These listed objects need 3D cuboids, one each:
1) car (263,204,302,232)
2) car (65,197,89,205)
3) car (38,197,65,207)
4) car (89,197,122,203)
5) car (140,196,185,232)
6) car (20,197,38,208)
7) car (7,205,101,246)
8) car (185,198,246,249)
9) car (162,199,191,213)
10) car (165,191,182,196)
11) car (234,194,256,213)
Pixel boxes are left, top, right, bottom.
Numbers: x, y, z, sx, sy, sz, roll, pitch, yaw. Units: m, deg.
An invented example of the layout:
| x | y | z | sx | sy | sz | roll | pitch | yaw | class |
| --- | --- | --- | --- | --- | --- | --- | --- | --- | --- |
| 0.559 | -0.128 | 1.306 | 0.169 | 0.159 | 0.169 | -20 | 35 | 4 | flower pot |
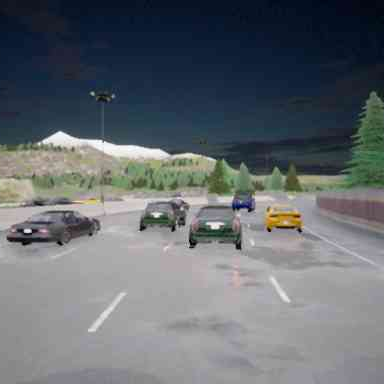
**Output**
| x | y | z | sx | sy | sz | roll | pitch | yaw | class |
| --- | --- | --- | --- | --- | --- | --- | --- | --- | --- |
| 5.393 | 1.482 | 20.178 | 1.882 | 1.535 | 5.008 | 0 | 0 | 9 | car |
| -14.191 | 1.413 | 44.512 | 1.882 | 1.535 | 5.008 | 0 | 0 | 17 | car |
| -17.822 | 1.428 | 44.558 | 1.837 | 1.490 | 4.892 | 0 | 0 | 17 | car |
| -10.816 | 1.437 | 43.581 | 2.128 | 1.511 | 4.902 | 0 | 0 | 17 | car |
| -1.628 | 1.336 | 20.425 | 2.097 | 1.767 | 4.553 | 0 | 0 | 9 | car |
| -21.198 | 1.408 | 45.473 | 2.128 | 1.511 | 4.902 | 0 | 0 | 17 | car |
| -5.940 | 1.522 | 15.091 | 2.033 | 1.411 | 5.357 | 0 | 0 | 7 | car |
| 1.115 | 1.347 | 14.784 | 2.097 | 1.767 | 4.553 | 0 | 0 | 6 | car |
| -1.619 | 1.501 | 37.009 | 1.812 | 1.442 | 4.674 | 0 | 0 | 15 | car |
| -4.585 | 0.782 | 83.143 | 2.150 | 2.045 | 5.566 | 0 | 0 | 31 | car |
| 5.970 | 1.218 | 38.140 | 2.150 | 2.045 | 5.566 | 0 | 0 | 17 | car |
